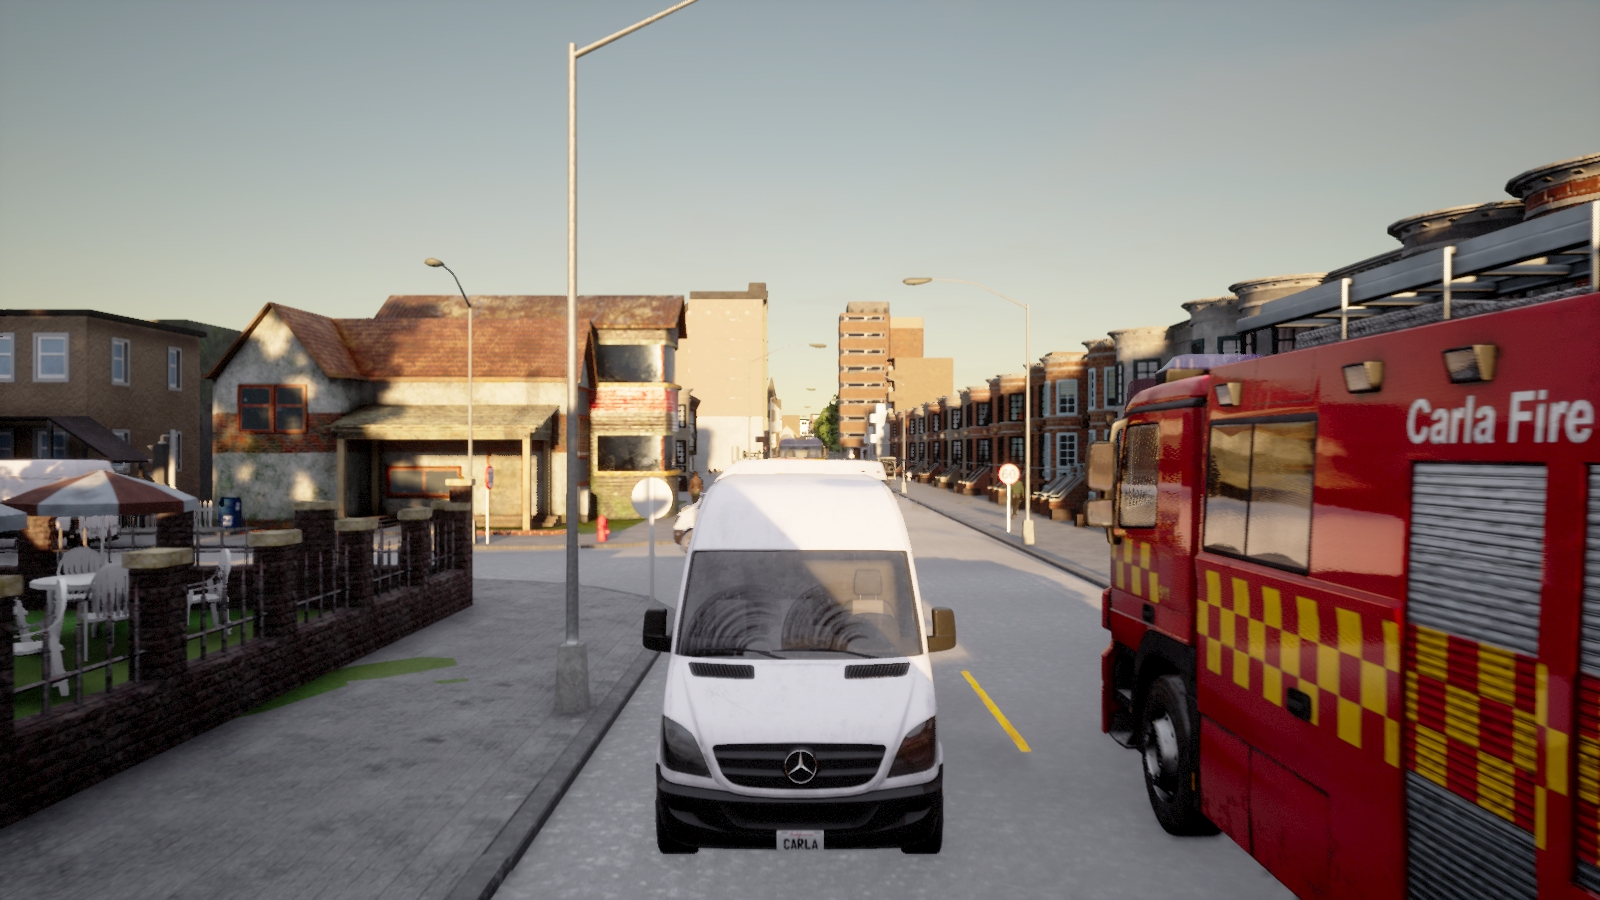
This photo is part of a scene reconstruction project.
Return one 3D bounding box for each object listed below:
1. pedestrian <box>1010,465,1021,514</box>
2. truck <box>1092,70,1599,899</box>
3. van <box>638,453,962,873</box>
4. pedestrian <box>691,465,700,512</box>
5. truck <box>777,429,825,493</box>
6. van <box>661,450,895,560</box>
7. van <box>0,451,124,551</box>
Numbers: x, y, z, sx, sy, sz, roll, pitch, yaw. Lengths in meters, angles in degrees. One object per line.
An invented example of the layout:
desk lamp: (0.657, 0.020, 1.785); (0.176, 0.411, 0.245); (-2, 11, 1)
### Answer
pedestrian: (8.355, 1.527, 44.349); (0.375, 1.860, 0.375); (0, 0, 21)
truck: (4.047, 0.671, 5.825); (2.891, 3.827, 8.468); (0, 0, 0)
van: (0.003, 1.315, 9.965); (1.988, 2.561, 5.915); (0, 0, 0)
pedestrian: (-4.182, 1.527, 45.686); (0.375, 1.860, 0.375); (0, 0, -6)
truck: (0.039, 0.671, 73.123); (2.891, 3.827, 8.468); (0, 0, 0)
van: (-0.645, 1.315, 29.180); (5.915, 2.561, 1.988); (0, -2, 36)
van: (-21.424, 1.315, 30.222); (5.915, 2.561, 1.988); (0, 0, 0)
